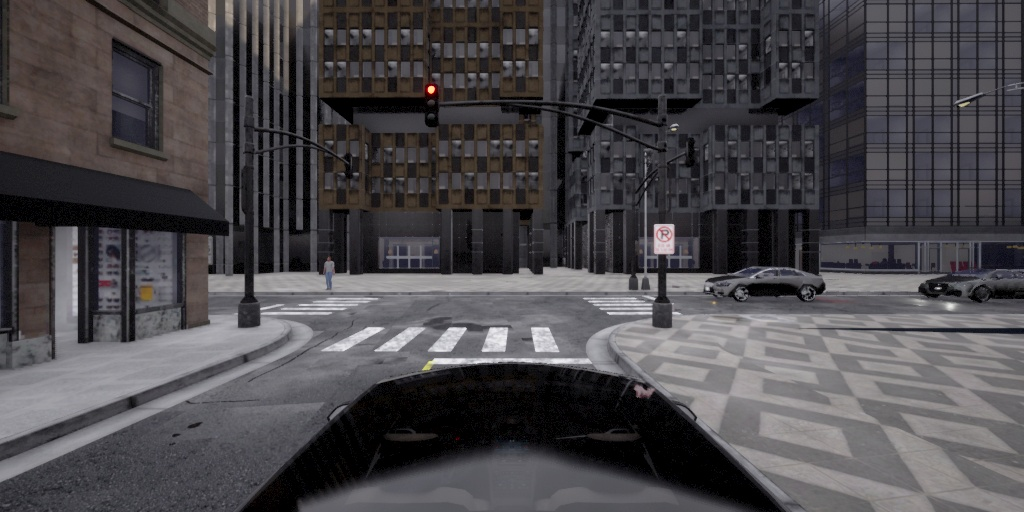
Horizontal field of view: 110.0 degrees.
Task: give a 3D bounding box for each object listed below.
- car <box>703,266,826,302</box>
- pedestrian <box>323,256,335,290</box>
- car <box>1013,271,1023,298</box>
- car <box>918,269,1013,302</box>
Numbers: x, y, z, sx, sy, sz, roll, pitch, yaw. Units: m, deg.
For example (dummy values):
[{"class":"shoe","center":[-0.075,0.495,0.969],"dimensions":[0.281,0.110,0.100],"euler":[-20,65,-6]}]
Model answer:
[{"class":"car","center":[11.345,1.223,16.304],"dimensions":[4.902,1.511,2.128],"euler":[0,0,0]},{"class":"pedestrian","center":[-9.929,0.902,19.486],"dimensions":[0.375,1.860,0.375],"euler":[0,0,0]},{"class":"car","center":[21.834,1.281,13.043],"dimensions":[4.181,1.385,1.994],"euler":[0,0,0]},{"class":"car","center":[21.296,1.282,16.247],"dimensions":[4.181,1.385,1.994],"euler":[0,0,0]}]
